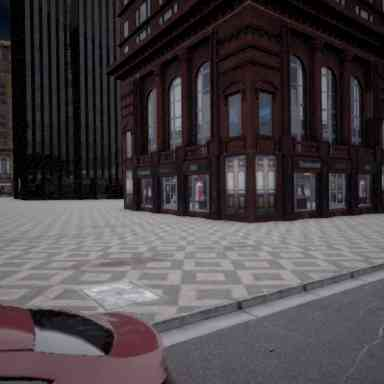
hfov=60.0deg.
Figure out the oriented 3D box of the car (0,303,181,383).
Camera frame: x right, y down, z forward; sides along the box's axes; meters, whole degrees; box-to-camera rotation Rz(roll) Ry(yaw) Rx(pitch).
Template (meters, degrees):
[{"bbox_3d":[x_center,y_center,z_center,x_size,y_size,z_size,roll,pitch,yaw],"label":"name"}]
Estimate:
[{"bbox_3d":[-2.218,1.526,1.794,4.674,1.442,1.812,0,0,-36],"label":"car"}]
